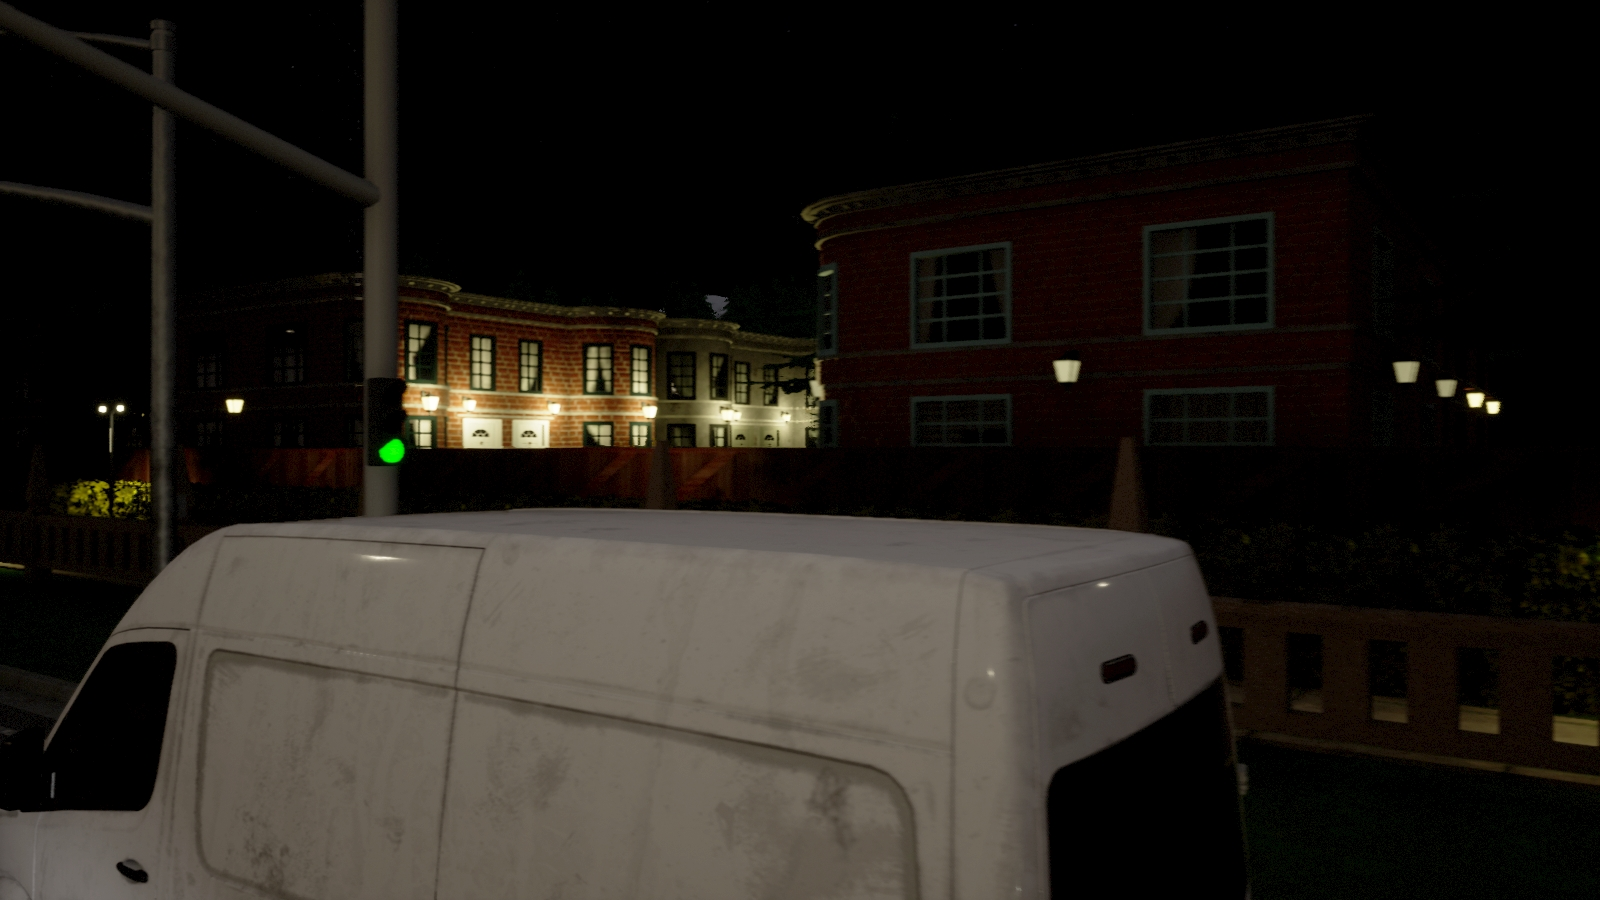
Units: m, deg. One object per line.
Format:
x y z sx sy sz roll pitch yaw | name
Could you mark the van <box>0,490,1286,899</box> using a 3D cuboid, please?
-1.362 1.537 4.717 5.915 2.561 1.988 0 0 35 | van
